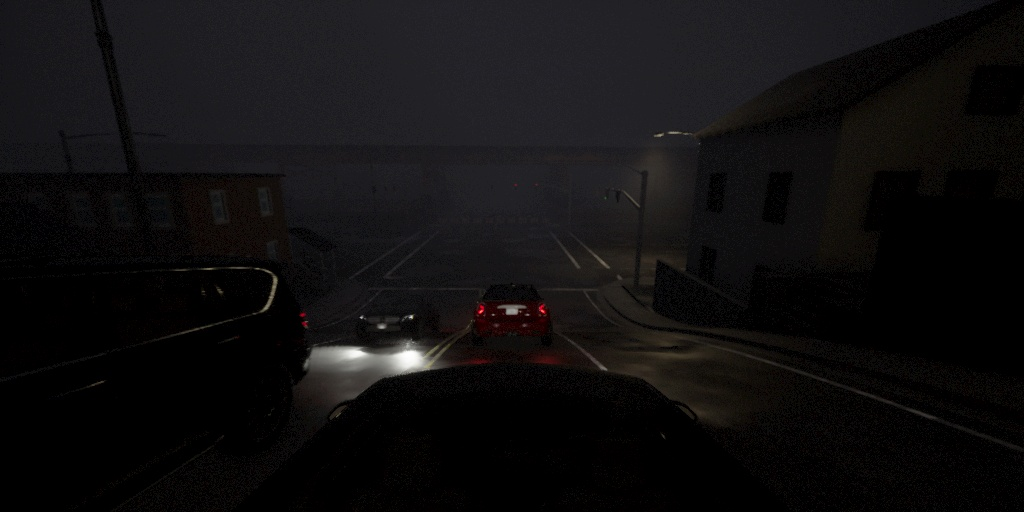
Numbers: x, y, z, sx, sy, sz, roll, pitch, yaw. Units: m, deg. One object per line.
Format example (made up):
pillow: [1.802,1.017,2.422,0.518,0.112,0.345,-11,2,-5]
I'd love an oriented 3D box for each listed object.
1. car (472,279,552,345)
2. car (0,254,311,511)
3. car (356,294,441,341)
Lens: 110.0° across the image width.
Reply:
car: [-0.011,1.677,11.222,2.097,1.767,4.553,0,-7,0]
car: [-3.613,0.999,2.239,2.150,2.045,5.566,0,0,0]
car: [-3.660,2.026,12.386,1.812,1.442,4.674,0,-8,0]
